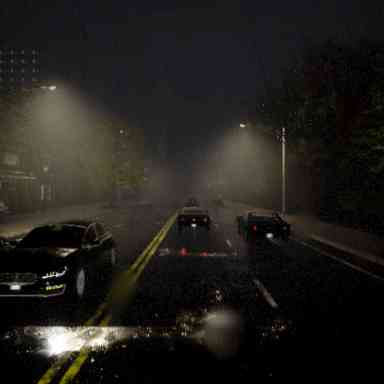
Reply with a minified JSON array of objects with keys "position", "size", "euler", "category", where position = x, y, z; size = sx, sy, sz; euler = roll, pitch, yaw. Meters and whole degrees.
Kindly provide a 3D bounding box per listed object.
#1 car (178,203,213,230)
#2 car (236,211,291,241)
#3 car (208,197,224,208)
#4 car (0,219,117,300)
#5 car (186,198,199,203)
[{"position":[0.109,1.599,20.995],"size":[1.895,1.301,4.718],"euler":[0,0,0],"category":"car"},{"position":[3.359,1.599,16.599],"size":[1.895,1.301,4.718],"euler":[0,0,0],"category":"car"},{"position":[3.370,1.487,46.937],"size":[2.128,1.511,4.902],"euler":[0,0,0],"category":"car"},{"position":[-3.249,1.517,8.560],"size":[1.837,1.490,4.892],"euler":[0,0,0],"category":"car"},{"position":[0.120,1.543,50.470],"size":[2.033,1.411,5.357],"euler":[0,0,0],"category":"car"}]
